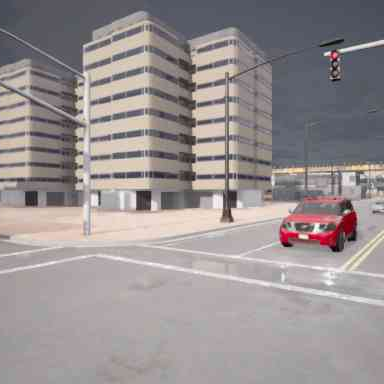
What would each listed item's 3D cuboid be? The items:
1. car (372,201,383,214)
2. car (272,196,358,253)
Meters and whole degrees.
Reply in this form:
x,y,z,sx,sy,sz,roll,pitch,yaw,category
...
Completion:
x,y,z,sx,sy,sz,roll,pitch,yaw,category
20.121,1.594,34.789,1.895,1.301,4.718,0,0,35,car
5.615,1.251,14.272,2.150,2.045,5.566,0,0,35,car
